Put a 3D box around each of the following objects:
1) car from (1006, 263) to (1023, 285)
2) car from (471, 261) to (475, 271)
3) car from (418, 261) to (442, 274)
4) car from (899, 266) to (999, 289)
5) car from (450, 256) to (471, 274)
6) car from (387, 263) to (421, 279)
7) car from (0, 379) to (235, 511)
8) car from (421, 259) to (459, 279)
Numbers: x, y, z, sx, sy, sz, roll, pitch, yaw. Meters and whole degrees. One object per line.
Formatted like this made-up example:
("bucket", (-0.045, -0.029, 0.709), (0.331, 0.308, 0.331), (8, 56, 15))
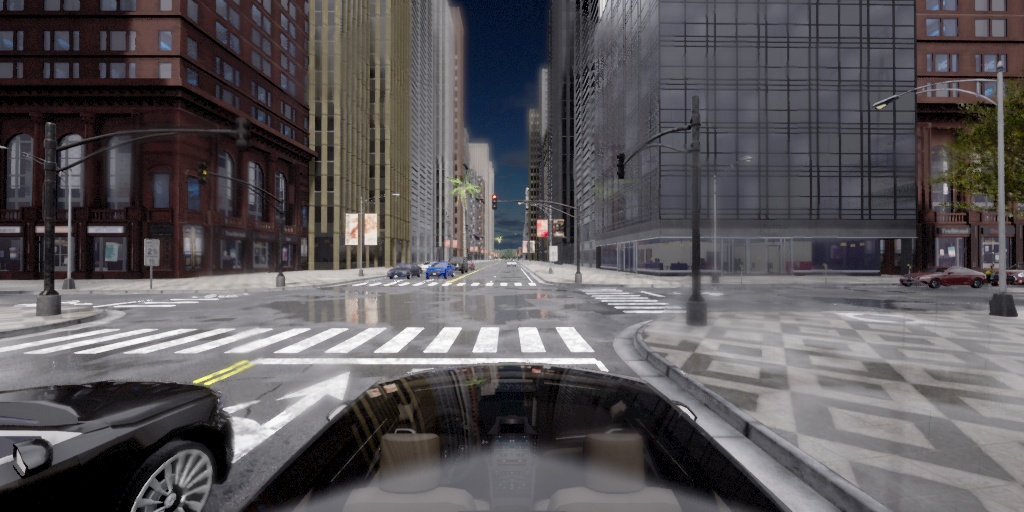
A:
("car", (32.072, 1.118, 22.102), (4.097, 1.591, 1.967), (0, 0, -1))
("car", (-6.658, 1.411, 53.956), (1.812, 1.442, 4.674), (0, 0, 0))
("car", (-9.914, 1.371, 43.715), (1.812, 1.442, 4.674), (0, 0, 0))
("car", (26.434, 1.276, 22.006), (4.207, 1.307, 1.802), (0, 0, -1))
("car", (-6.660, 1.067, 43.666), (2.150, 2.045, 5.566), (0, 0, 0))
("car", (-9.864, 1.361, 33.528), (2.033, 1.411, 5.357), (0, 0, 3))
("car", (-3.138, 1.241, 0.918), (2.128, 1.511, 4.902), (0, 0, -1))
("car", (-6.644, 1.291, 33.558), (1.882, 1.535, 5.008), (0, 0, 2))
